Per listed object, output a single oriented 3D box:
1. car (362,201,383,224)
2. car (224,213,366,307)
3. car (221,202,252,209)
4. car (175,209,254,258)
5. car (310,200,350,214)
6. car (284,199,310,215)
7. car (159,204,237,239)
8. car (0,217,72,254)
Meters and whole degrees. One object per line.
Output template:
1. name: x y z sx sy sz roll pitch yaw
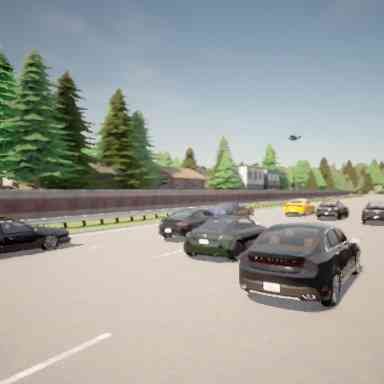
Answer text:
1. car: 13.136 1.397 23.254 2.128 1.511 4.902 -1 0 34
2. car: 2.830 1.491 8.117 1.837 1.490 4.892 -1 0 34
3. car: 3.288 1.552 27.446 2.033 1.411 5.357 -1 0 34
4. car: 1.512 1.568 12.399 1.994 1.385 4.181 -1 0 34
5. car: 11.545 1.417 27.134 2.128 1.511 4.902 -1 0 34
6. car: 10.347 1.420 31.594 1.882 1.535 5.008 -1 0 34
7. car: 0.239 1.547 16.747 1.812 1.442 4.674 -1 0 34
8. car: -7.158 1.633 12.094 2.033 1.411 5.357 -1 0 35
